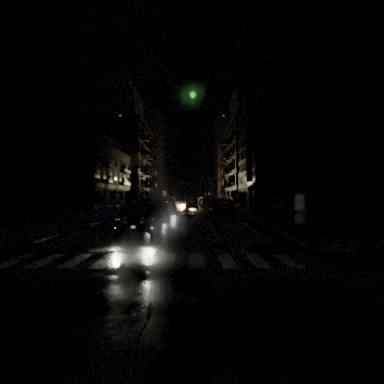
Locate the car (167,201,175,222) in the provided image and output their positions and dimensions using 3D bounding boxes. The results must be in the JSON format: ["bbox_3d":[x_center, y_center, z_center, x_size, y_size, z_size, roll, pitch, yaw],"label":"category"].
[{"bbox_3d":[-2.869,1.759,29.232,2.033,1.411,5.357,0,0,0],"label":"car"}]

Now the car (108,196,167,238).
[{"bbox_3d":[-2.858,1.358,18.858,2.150,2.045,5.566,0,0,0],"label":"car"}]

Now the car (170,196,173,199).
[{"bbox_3d":[-5.430,2.049,67.377,1.947,1.339,4.313,0,0,0],"label":"car"}]

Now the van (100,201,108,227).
[{"bbox_3d":[-5.420,1.515,24.130,1.690,1.788,3.998,0,0,0],"label":"van"}]

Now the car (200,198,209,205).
[{"bbox_3d":[2.629,2.050,72.959,1.752,1.417,4.829,0,0,0],"label":"car"}]

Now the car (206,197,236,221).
[{"bbox_3d":[2.690,1.530,29.541,2.192,1.841,5.009,0,0,0],"label":"car"}]

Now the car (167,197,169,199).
[{"bbox_3d":[-5.427,1.930,56.396,1.752,1.417,4.829,0,0,0],"label":"car"}]

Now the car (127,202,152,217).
[{"bbox_3d":[-5.423,1.818,34.940,1.947,1.339,4.313,0,0,0],"label":"car"}]

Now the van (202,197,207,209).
[{"bbox_3d":[2.667,1.672,45.759,1.690,1.788,3.998,0,0,0],"label":"van"}]

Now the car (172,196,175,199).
[{"bbox_3d":[-5.431,1.837,72.785,2.192,1.841,5.009,0,0,0],"label":"car"}]

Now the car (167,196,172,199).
[{"bbox_3d":[-5.428,1.995,61.971,2.008,1.369,4.403,0,0,0],"label":"car"}]

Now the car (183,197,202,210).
[{"bbox_3d":[0.029,1.904,49.392,2.033,1.411,5.357,0,0,0],"label":"car"}]

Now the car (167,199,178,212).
[{"bbox_3d":[-2.855,1.895,40.770,1.895,1.301,4.718,0,0,0],"label":"car"}]

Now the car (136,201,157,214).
[{"bbox_3d":[-5.424,1.835,40.347,1.887,1.381,4.507,0,0,0],"label":"car"}]

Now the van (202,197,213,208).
[{"bbox_3d":[2.652,1.749,56.572,1.690,1.788,3.998,0,0,0],"label":"van"}]
